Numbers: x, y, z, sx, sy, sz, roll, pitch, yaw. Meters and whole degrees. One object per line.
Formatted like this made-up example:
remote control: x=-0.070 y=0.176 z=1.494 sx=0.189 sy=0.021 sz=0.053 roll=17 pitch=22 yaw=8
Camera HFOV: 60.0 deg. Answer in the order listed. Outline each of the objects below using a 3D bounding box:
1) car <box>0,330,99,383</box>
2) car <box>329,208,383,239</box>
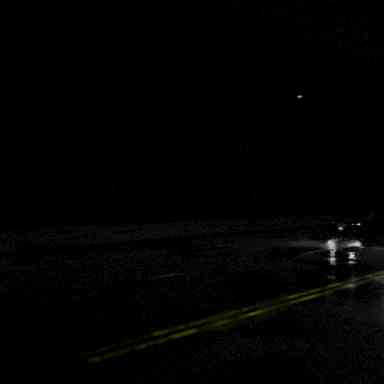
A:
car: x=-2.711 y=1.592 z=1.508 sx=4.718 sy=1.301 sz=1.895 roll=0 pitch=0 yaw=-35
car: x=9.644 y=1.632 z=18.547 sx=4.902 sy=1.511 sz=2.128 roll=1 pitch=0 yaw=-35
